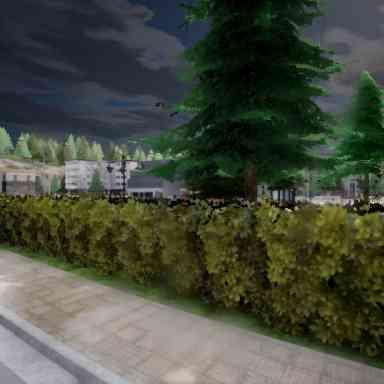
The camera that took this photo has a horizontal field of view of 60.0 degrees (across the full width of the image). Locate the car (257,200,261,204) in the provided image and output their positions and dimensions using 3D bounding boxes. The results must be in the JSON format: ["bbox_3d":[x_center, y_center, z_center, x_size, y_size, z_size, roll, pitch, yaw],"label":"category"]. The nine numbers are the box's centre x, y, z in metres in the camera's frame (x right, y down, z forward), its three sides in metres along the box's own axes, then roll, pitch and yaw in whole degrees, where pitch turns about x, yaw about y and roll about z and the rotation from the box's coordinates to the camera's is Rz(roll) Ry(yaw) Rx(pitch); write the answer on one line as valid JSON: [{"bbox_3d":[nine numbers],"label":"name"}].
[{"bbox_3d":[9.633,1.352,44.218,2.097,1.767,4.553,0,0,43],"label":"car"}]

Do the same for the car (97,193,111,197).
[{"bbox_3d":[-16.705,1.097,68.962,1.932,1.855,4.605,0,0,43],"label":"car"}]

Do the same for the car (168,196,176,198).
[{"bbox_3d":[-3.312,1.374,56.078,1.845,1.501,3.633,0,0,43],"label":"car"}]

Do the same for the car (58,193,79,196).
[{"bbox_3d":[-28.384,1.154,79.464,2.152,1.636,5.027,0,0,43],"label":"car"}]

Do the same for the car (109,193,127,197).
[{"bbox_3d":[-10.580,1.384,52.743,1.970,1.475,3.806,0,0,43],"label":"car"}]
